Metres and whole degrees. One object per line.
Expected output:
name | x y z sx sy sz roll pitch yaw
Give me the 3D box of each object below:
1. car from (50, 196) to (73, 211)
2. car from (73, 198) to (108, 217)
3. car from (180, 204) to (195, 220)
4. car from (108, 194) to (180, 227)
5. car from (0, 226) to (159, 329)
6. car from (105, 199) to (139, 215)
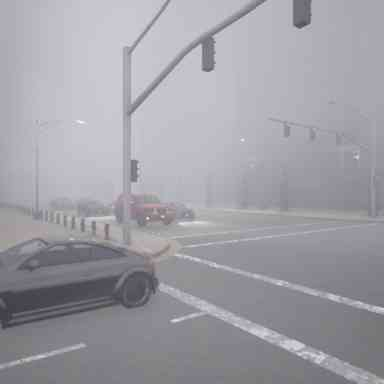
car | -15.595 1.296 40.028 2.097 1.767 4.553 0 0 -35
car | -9.270 1.508 30.970 1.994 1.385 4.181 0 0 -35
car | -1.540 1.508 26.119 1.994 1.385 4.181 0 0 -36
car | -3.432 1.166 22.742 2.150 2.045 5.566 0 0 -36
car | -2.738 1.565 6.338 4.181 1.385 1.994 0 0 -35
car | -7.279 1.508 34.229 1.994 1.385 4.181 0 0 -35
